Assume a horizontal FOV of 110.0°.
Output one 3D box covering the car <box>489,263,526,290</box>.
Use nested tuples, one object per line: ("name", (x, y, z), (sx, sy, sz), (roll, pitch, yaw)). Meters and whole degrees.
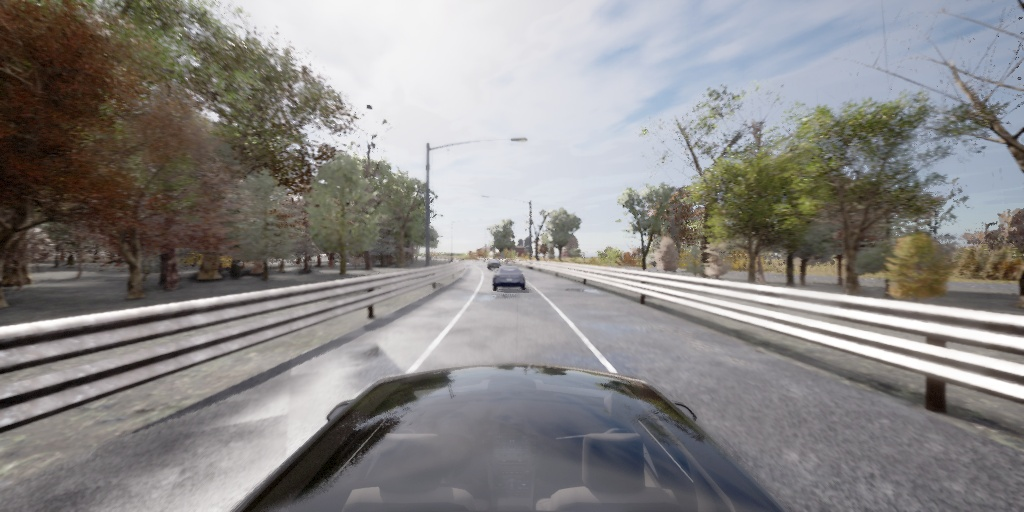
("car", (-0.240, 1.317, 22.605), (1.994, 1.385, 4.181), (0, 0, -3))

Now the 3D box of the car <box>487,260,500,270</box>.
("car", (-2.649, 1.251, 51.944), (1.812, 1.442, 4.674), (0, 0, -7))
